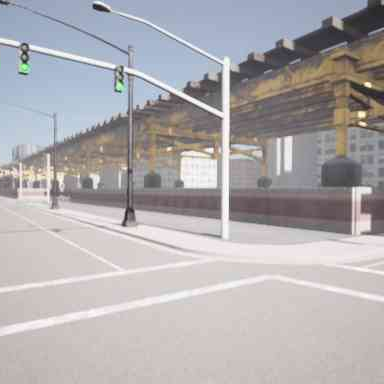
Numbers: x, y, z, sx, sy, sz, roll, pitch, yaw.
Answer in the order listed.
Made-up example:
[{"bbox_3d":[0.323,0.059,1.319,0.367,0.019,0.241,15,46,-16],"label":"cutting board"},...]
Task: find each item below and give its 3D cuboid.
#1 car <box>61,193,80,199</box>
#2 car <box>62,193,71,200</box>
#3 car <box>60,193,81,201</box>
[{"bbox_3d":[-25.478,0.875,70.007,1.853,1.218,4.536,0,0,10],"label":"car"},{"bbox_3d":[-22.915,1.061,66.133,4.974,1.542,2.038,0,0,20],"label":"car"},{"bbox_3d":[-25.488,1.032,69.956,2.038,1.542,4.974,0,0,10],"label":"car"}]
